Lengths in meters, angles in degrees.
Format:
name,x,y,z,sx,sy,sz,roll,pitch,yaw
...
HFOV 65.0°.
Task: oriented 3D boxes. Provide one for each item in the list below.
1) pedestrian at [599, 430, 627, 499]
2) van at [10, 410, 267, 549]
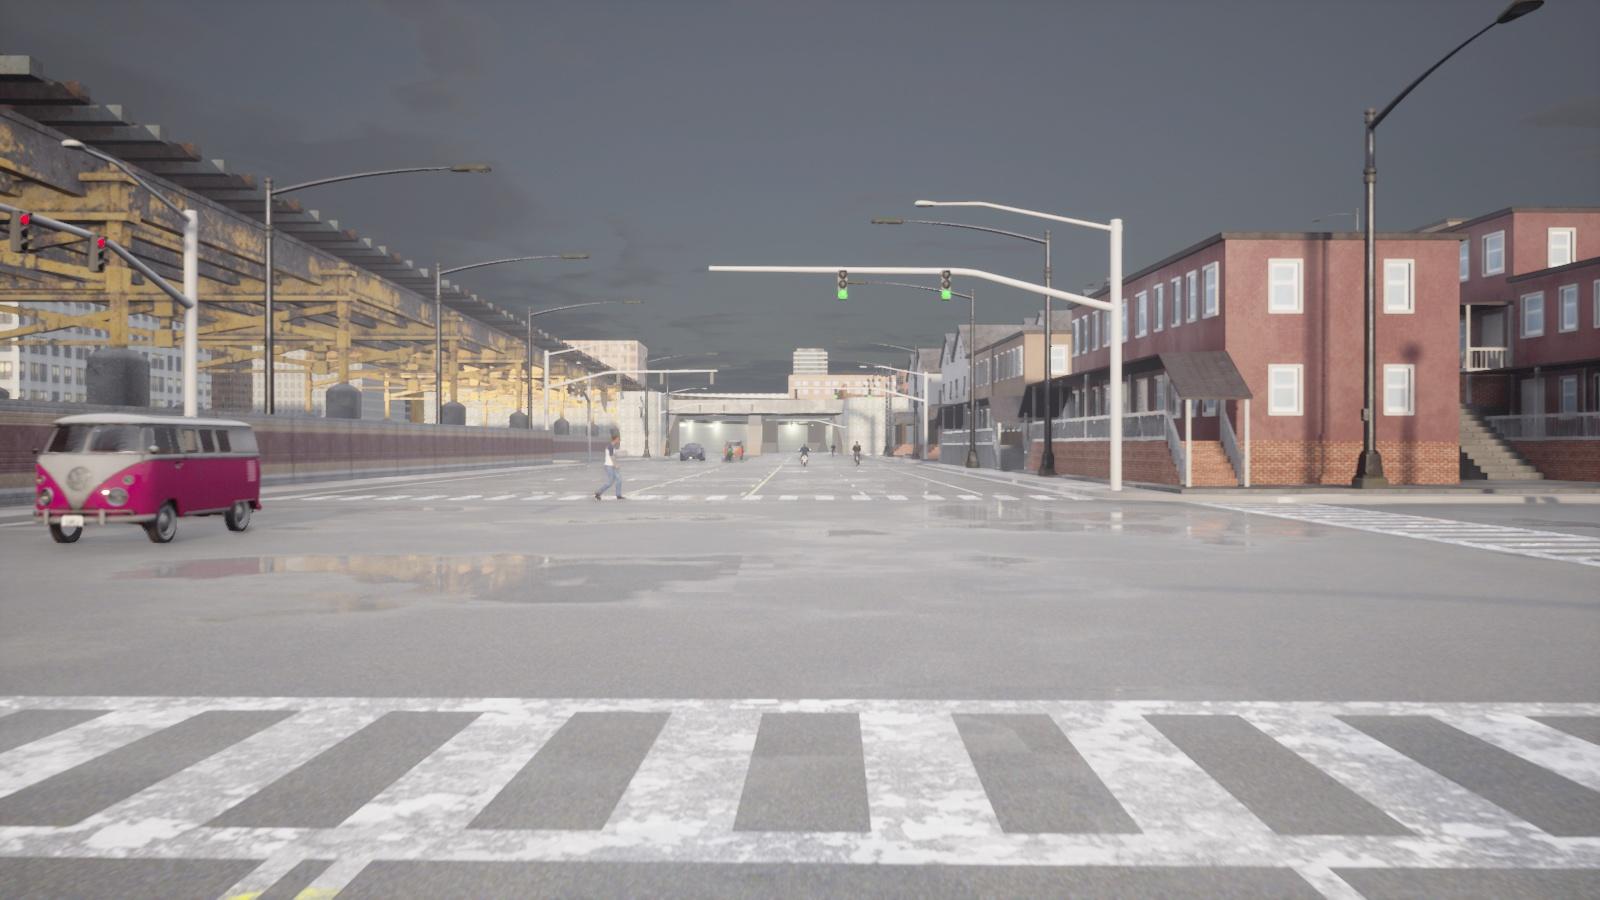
name,x,y,z,sx,sy,sz,roll,pitch,yaw
pedestrian,-5.042,0.389,33.847,0.706,1.836,0.354,0,0,1
van,-10.411,0.408,20.186,1.775,1.987,4.442,0,0,0
